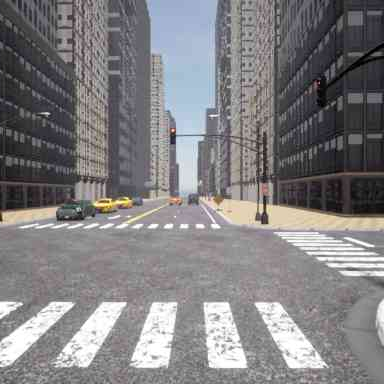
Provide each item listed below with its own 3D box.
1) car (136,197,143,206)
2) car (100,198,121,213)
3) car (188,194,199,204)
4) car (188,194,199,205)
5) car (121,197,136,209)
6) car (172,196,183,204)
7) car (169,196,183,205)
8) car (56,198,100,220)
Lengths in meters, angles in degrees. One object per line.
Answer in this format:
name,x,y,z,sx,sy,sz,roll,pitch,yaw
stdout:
car,-9.635,1.640,57.752,2.033,1.411,5.357,0,0,1
car,-9.741,1.516,37.423,1.882,1.535,5.008,0,0,0
car,0.281,1.361,70.361,2.150,2.045,5.566,0,0,0
car,0.278,1.606,60.154,1.837,1.490,4.892,0,0,0
car,-9.707,1.538,47.105,1.882,1.535,5.008,0,0,0
car,-2.971,1.633,70.131,2.128,1.511,4.902,0,0,0
car,-2.971,1.452,59.942,2.097,1.767,4.553,0,0,0
car,-9.766,1.374,28.236,2.097,1.767,4.553,0,0,0
